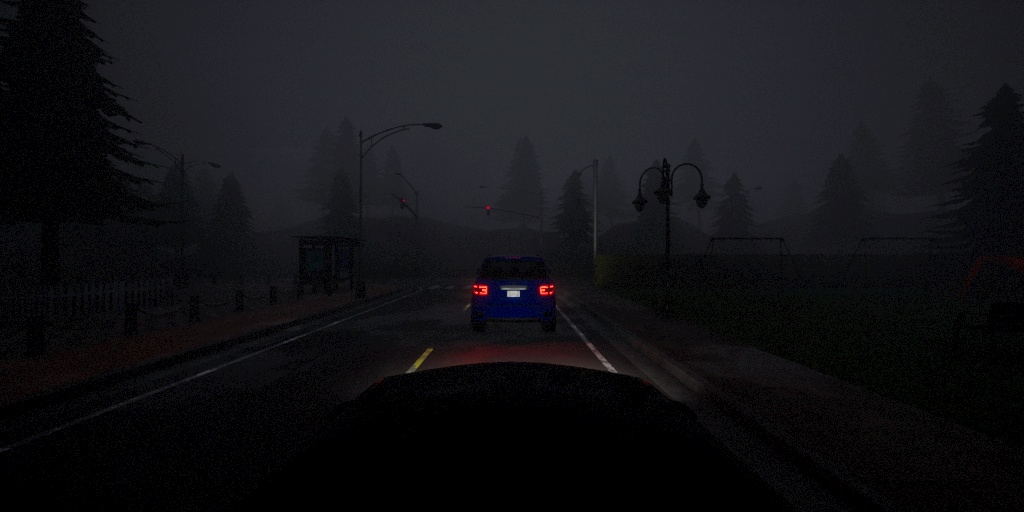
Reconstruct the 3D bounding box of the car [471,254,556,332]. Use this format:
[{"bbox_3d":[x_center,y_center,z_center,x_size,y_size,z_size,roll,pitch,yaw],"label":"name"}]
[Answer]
[{"bbox_3d":[0.057,0.971,10.993,2.150,2.045,5.566,0,0,0],"label":"car"}]
